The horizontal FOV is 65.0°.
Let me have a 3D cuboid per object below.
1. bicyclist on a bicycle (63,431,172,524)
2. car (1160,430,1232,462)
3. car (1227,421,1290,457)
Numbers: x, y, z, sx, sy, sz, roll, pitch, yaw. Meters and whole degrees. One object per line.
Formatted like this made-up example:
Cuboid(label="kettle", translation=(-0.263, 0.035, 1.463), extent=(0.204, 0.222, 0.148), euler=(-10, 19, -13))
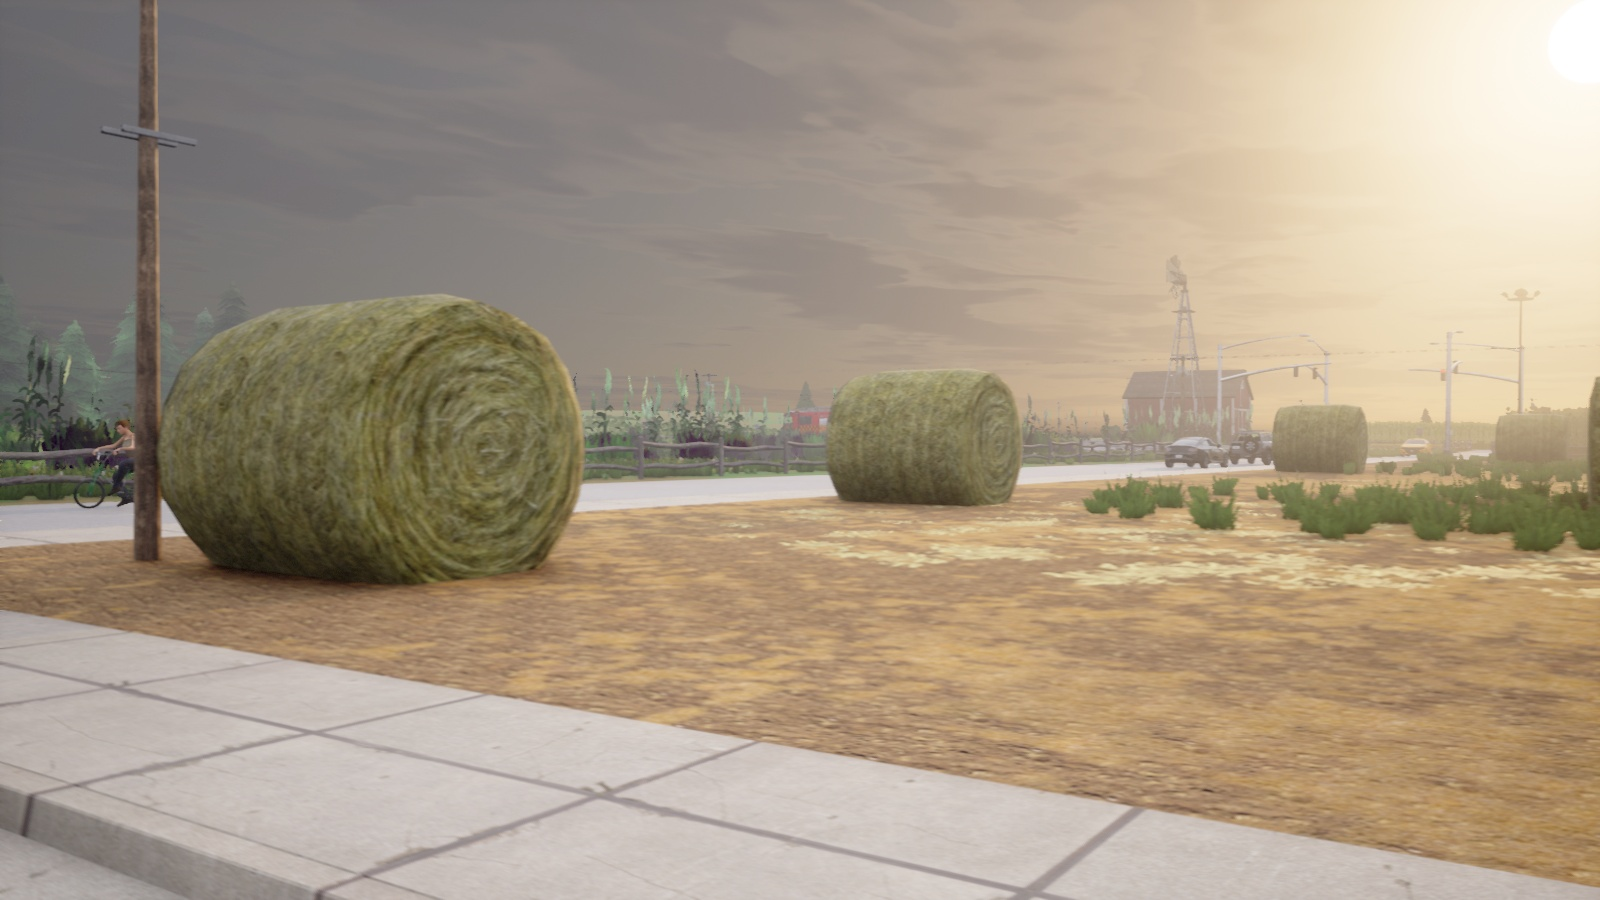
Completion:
Cuboid(label="bicyclist on a bicycle", translation=(-12.291, 0.472, 22.638), extent=(0.866, 1.612, 1.509), euler=(0, 0, 36))
Cuboid(label="car", translation=(18.488, -0.216, 58.505), extent=(1.812, 1.442, 4.674), euler=(0, 1, 36))
Cuboid(label="car", translation=(24.247, -0.584, 66.320), extent=(1.932, 1.855, 4.605), euler=(0, 1, 36))
